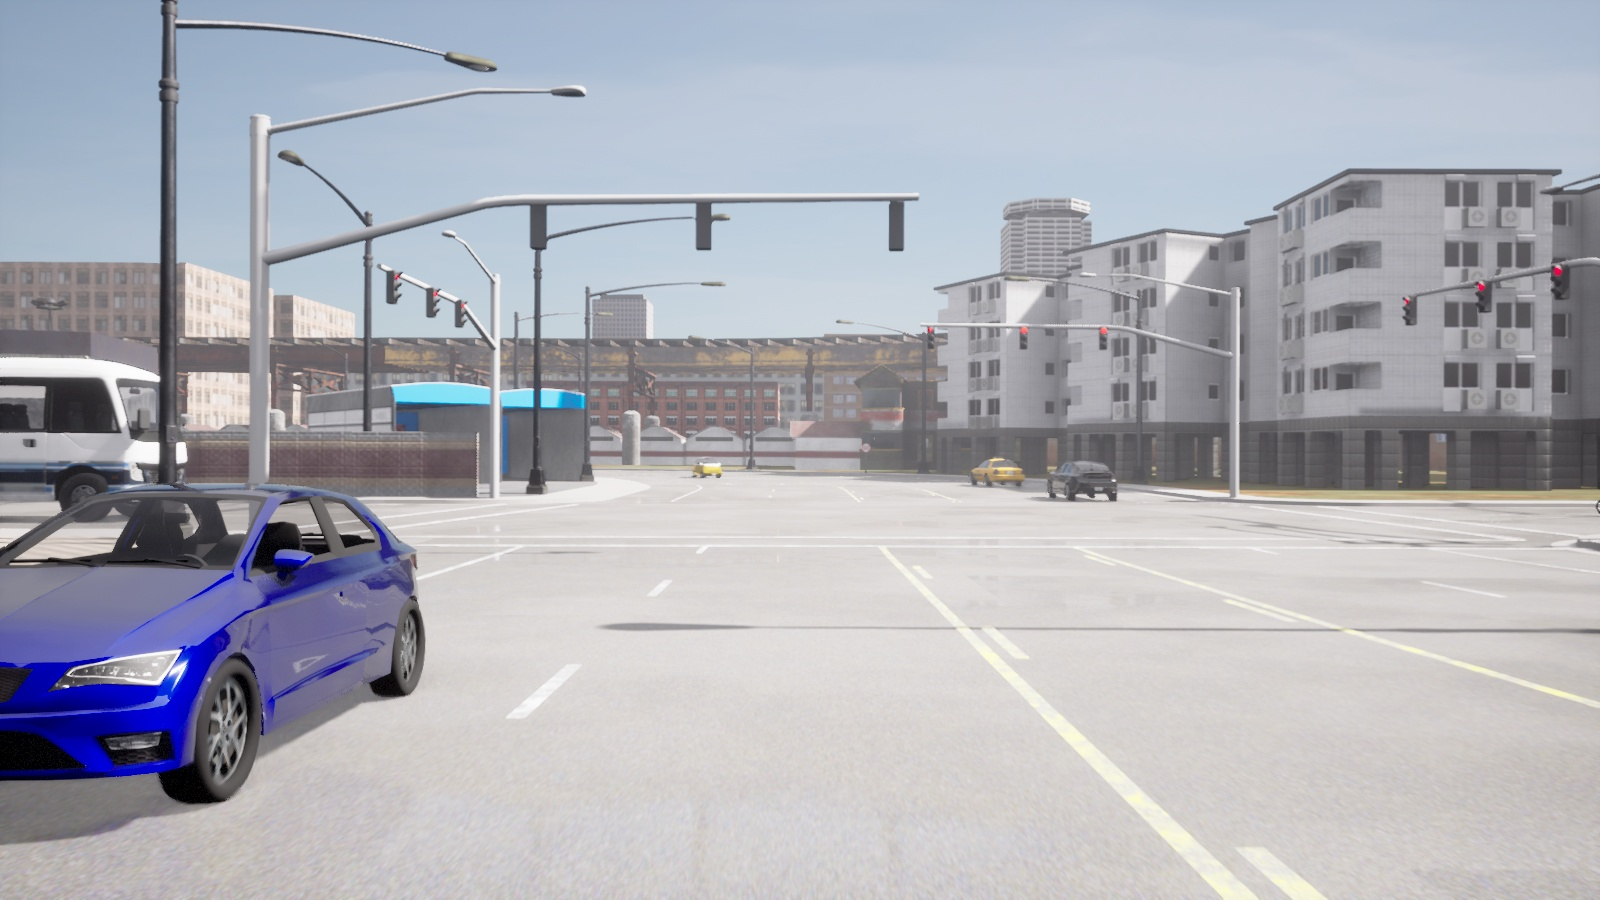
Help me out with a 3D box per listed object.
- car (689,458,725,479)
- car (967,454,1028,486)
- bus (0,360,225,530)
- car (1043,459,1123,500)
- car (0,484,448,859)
[{"bbox_3d":[-6.045,1.196,81.552,1.481,1.376,2.207,0,0,-33],"label":"car"},{"bbox_3d":[10.424,1.032,66.626,1.801,1.575,5.366,0,0,-7],"label":"car"},{"bbox_3d":[-21.282,-0.120,33.258,10.273,4.253,3.944,0,0,-3],"label":"bus"},{"bbox_3d":[11.063,1.115,49.473,1.837,1.490,4.892,0,0,-2],"label":"car"},{"bbox_3d":[-3.515,0.960,7.213,1.816,1.474,4.193,0,-1,0],"label":"car"}]
